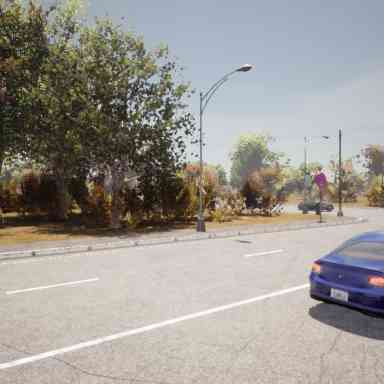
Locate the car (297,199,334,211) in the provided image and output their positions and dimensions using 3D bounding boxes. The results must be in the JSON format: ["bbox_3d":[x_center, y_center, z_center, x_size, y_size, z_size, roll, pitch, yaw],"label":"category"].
[{"bbox_3d":[14.628,1.564,39.470,1.994,1.385,4.181,0,0,-32],"label":"car"}]

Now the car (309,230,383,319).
[{"bbox_3d":[4.299,1.526,6.821,4.674,1.442,1.812,0,0,-36],"label":"car"}]

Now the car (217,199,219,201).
[{"bbox_3d":[3.056,1.441,57.774,1.812,1.442,4.674,0,1,-32],"label":"car"}]
